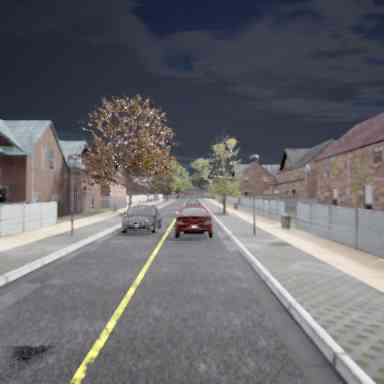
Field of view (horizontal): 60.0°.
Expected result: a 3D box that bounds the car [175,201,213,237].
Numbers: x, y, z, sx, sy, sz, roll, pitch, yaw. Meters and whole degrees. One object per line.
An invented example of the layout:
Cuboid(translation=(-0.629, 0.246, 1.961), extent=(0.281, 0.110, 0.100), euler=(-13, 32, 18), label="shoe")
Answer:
Cuboid(translation=(0.104, 1.490, 18.165), extent=(1.882, 1.535, 5.008), euler=(0, 0, 0), label="car")

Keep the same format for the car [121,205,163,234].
Cuboid(translation=(-2.779, 1.520, 19.259), extent=(1.837, 1.490, 4.892), euler=(0, -1, 1), label="car")
